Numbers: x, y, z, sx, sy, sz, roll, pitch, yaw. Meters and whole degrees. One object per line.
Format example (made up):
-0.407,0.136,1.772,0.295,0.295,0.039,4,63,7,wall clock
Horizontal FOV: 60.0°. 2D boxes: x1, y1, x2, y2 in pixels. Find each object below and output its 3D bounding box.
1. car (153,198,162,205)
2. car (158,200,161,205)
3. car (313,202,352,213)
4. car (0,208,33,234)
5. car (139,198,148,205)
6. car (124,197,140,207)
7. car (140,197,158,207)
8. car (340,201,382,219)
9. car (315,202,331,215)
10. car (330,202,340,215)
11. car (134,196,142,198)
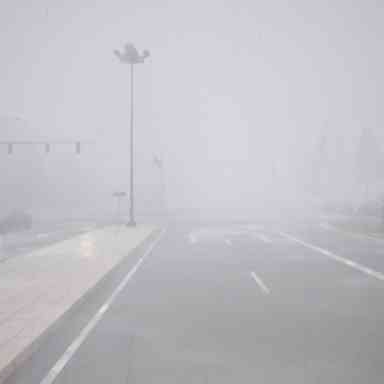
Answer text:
-8.494,2.320,82.647,1.812,1.442,4.674,0,-1,-1,car
-8.334,2.249,72.317,1.994,1.385,4.181,0,-1,-1,car
18.117,1.978,42.933,4.181,1.385,1.994,0,-1,0,car
-11.595,1.726,20.661,1.812,1.442,4.674,0,-1,0,car
-11.993,2.319,82.553,1.812,1.442,4.674,0,-1,-1,car
-11.692,2.173,63.176,1.994,1.385,4.181,0,-1,-1,car
-8.197,2.089,63.480,1.882,1.535,5.008,0,-1,-1,car
17.437,1.664,32.405,4.553,1.767,2.097,0,-1,0,car
17.336,1.905,39.402,4.674,1.442,1.812,0,-1,0,car
17.986,1.947,35.906,4.718,1.301,1.895,0,-1,0,car
-11.834,1.922,72.330,2.150,2.045,5.566,0,-1,-1,car
